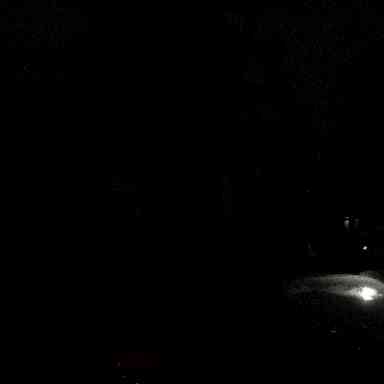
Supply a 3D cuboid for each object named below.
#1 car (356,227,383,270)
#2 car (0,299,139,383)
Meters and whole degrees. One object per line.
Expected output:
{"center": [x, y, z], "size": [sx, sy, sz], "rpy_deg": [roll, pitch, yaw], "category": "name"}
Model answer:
{"center": [6.533, 1.564, 9.915], "size": [4.181, 1.385, 1.994], "rpy_deg": [0, 0, -45], "category": "car"}
{"center": [-3.026, 1.547, 2.016], "size": [5.357, 1.411, 2.033], "rpy_deg": [0, 0, -36], "category": "car"}
